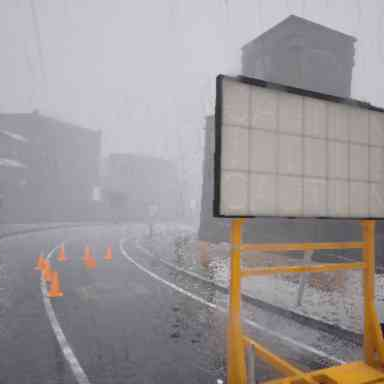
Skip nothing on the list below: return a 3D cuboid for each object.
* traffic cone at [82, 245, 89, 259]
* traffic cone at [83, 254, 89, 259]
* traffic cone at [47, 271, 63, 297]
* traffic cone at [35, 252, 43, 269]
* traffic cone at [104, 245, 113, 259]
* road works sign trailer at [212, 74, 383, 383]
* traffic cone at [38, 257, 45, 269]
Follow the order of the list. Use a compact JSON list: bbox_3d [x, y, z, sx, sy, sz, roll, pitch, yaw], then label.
[{"bbox_3d":[-4.658,2.664,14.715,0.340,0.580,0.340,5,-4,-29],"label":"traffic cone"},{"bbox_3d":[-3.890,2.697,12.860,0.340,0.340,0.580,3,-4,-11],"label":"traffic cone"},{"bbox_3d":[-3.498,2.328,8.512,0.340,0.580,0.340,4,-4,-29],"label":"traffic cone"},{"bbox_3d":[-5.433,2.463,12.010,0.340,0.580,0.340,4,-4,-29],"label":"traffic cone"},{"bbox_3d":[-3.787,2.733,15.196,0.340,0.580,0.340,5,-4,-29],"label":"traffic cone"},{"bbox_3d":[1.174,0.696,3.665,2.380,3.560,2.880,3,-3,-24],"label":"road works sign trailer"},{"bbox_3d":[-4.466,2.396,10.260,0.340,0.580,0.340,4,-4,-29],"label":"traffic cone"}]
